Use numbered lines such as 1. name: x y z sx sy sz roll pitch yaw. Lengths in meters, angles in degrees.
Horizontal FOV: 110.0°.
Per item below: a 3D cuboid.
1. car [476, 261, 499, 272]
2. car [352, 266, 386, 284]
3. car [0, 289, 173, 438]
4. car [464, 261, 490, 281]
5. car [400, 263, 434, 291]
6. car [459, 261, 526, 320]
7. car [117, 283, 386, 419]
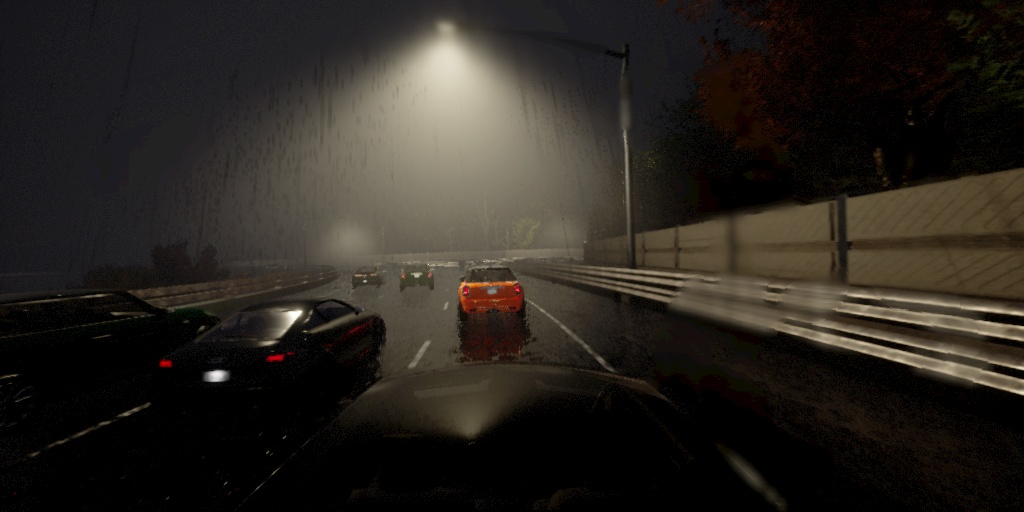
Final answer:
1. car: -3.231 1.358 48.219 1.895 1.301 4.718 -2 0 10
2. car: -10.439 1.515 26.382 2.128 1.511 4.902 -2 0 -14
3. car: -7.174 1.315 5.863 2.097 1.767 4.553 -2 0 -3
4. car: -3.159 1.278 32.311 2.128 1.511 4.902 -2 0 -6
5. car: -6.315 1.252 24.090 2.097 1.767 4.553 -2 0 -13
6. car: -0.821 1.104 13.005 2.097 1.767 4.553 -2 0 -6
7. car: -3.704 1.419 6.333 1.994 1.385 4.181 -2 0 -4
